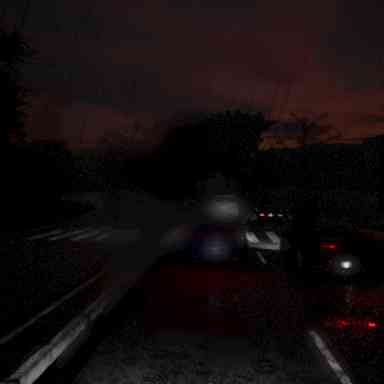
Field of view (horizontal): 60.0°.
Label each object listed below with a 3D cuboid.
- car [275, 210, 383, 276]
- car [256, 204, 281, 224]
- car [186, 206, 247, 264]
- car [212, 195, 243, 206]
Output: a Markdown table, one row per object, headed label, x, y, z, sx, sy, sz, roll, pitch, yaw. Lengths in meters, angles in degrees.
| label | x | y | z | sx | sy | sz | roll | pitch | yaw |
| --- | --- | --- | --- | --- | --- | --- | --- | --- | --- |
| car | 4.070 | 1.566 | 10.694 | 1.837 | 1.490 | 4.892 | 0 | 0 | 5 |
| car | 5.933 | 1.653 | 25.606 | 2.033 | 1.411 | 5.357 | 1 | 0 | 10 |
| car | 0.944 | 1.517 | 12.069 | 1.882 | 1.535 | 5.008 | 0 | 0 | 6 |
| car | 2.889 | 1.279 | 26.951 | 2.150 | 2.045 | 5.566 | 1 | 0 | 10 |
